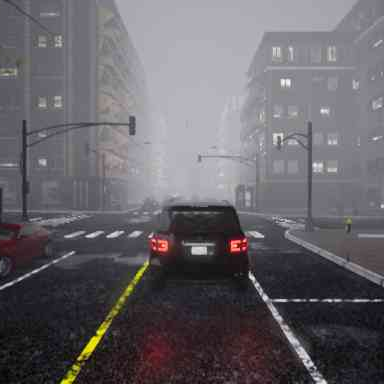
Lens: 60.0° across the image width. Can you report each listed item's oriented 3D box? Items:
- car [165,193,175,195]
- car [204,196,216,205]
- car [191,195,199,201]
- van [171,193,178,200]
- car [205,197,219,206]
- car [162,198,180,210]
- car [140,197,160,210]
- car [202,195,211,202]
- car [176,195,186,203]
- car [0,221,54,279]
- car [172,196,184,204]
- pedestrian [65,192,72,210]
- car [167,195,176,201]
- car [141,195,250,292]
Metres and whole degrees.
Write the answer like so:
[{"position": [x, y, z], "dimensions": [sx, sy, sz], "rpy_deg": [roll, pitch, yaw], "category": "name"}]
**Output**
[{"position": [-5.063, 1.286, 70.590], "dimensions": [2.192, 1.841, 5.009], "rpy_deg": [0, 0, 1], "category": "car"}, {"position": [3.215, 1.520, 59.231], "dimensions": [1.887, 1.381, 4.507], "rpy_deg": [0, 0, 1], "category": "car"}, {"position": [0.744, 1.445, 82.676], "dimensions": [1.882, 1.535, 5.008], "rpy_deg": [0, 0, 1], "category": "car"}, {"position": [-4.856, 1.303, 93.145], "dimensions": [1.690, 1.788, 3.998], "rpy_deg": [0, 0, 1], "category": "van"}, {"position": [3.164, 1.528, 53.593], "dimensions": [2.008, 1.369, 4.403], "rpy_deg": [0, 0, 1], "category": "car"}, {"position": [-2.703, 1.545, 43.028], "dimensions": [1.994, 1.385, 4.181], "rpy_deg": [0, 0, 1], "category": "car"}, {"position": [-5.319, 1.421, 42.399], "dimensions": [1.967, 1.590, 4.097], "rpy_deg": [0, 0, 1], "category": "car"}, {"position": [3.369, 1.409, 76.147], "dimensions": [1.967, 1.590, 4.097], "rpy_deg": [0, 0, 1], "category": "car"}, {"position": [-2.356, 1.494, 71.874], "dimensions": [1.812, 1.442, 4.674], "rpy_deg": [0, 0, 1], "category": "car"}, {"position": [-5.614, 1.577, 9.989], "dimensions": [1.802, 1.307, 4.206], "rpy_deg": [0, 0, 1], "category": "car"}, {"position": [-2.512, 1.538, 61.568], "dimensions": [1.994, 1.385, 4.181], "rpy_deg": [0, 0, 1], "category": "car"}, {"position": [-12.421, 0.888, 33.455], "dimensions": [0.375, 1.860, 0.375], "rpy_deg": [0, -1, 0], "category": "pedestrian"}, {"position": [-4.961, 1.492, 81.698], "dimensions": [1.752, 1.417, 4.829], "rpy_deg": [0, 0, 1], "category": "car"}, {"position": [0.165, 1.217, 9.075], "dimensions": [2.150, 2.045, 5.566], "rpy_deg": [0, 0, 1], "category": "car"}]
